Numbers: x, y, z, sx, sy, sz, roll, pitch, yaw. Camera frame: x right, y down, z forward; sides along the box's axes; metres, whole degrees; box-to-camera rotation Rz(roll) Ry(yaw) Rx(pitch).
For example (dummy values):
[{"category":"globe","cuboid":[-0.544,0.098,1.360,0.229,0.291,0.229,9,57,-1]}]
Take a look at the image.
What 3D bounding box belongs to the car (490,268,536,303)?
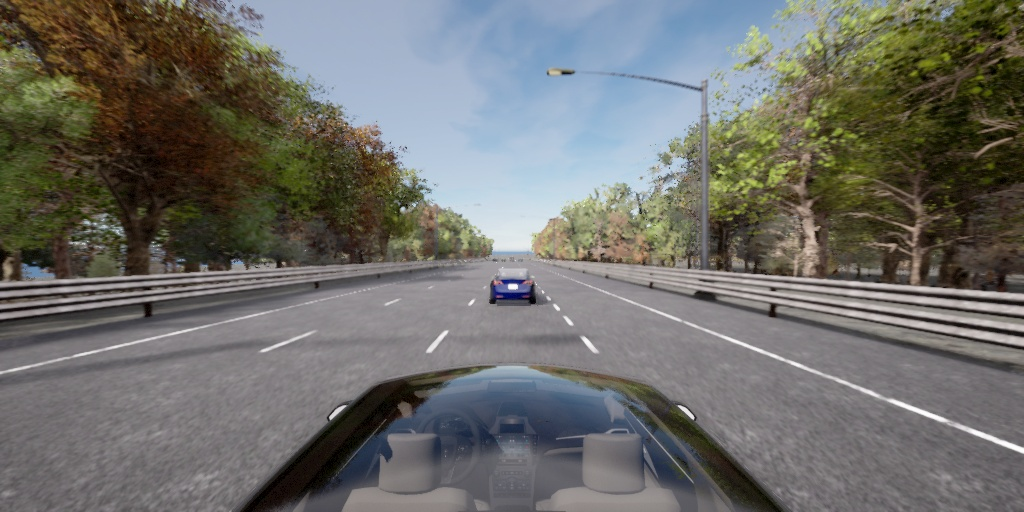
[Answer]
[{"category":"car","cuboid":[0.032,1.292,16.813,2.163,1.488,4.792,0,0,0]}]
